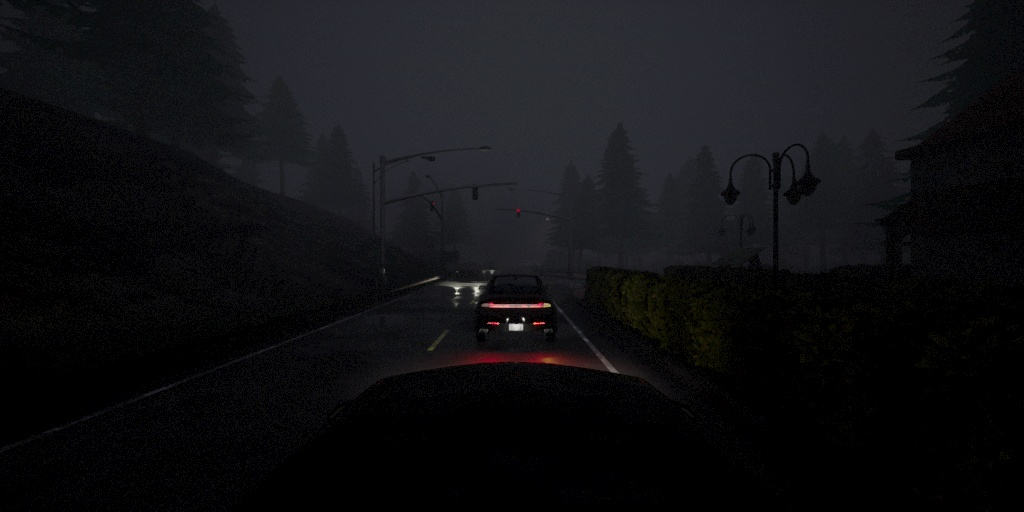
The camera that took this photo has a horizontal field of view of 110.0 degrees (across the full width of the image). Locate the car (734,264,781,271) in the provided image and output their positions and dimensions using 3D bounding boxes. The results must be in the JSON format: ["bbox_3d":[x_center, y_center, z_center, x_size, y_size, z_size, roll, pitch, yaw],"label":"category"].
[{"bbox_3d":[19.456,1.414,29.527,4.892,1.490,1.837,0,0,0],"label":"car"}]

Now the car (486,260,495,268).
[{"bbox_3d":[-3.469,1.293,52.589,2.033,1.411,5.357,0,0,1],"label":"car"}]

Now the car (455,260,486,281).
[{"bbox_3d":[-3.542,1.225,30.179,1.882,1.535,5.008,0,0,0],"label":"car"}]

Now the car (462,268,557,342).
[{"bbox_3d":[0.095,1.241,9.740,2.128,1.511,4.902,0,0,0],"label":"car"}]
